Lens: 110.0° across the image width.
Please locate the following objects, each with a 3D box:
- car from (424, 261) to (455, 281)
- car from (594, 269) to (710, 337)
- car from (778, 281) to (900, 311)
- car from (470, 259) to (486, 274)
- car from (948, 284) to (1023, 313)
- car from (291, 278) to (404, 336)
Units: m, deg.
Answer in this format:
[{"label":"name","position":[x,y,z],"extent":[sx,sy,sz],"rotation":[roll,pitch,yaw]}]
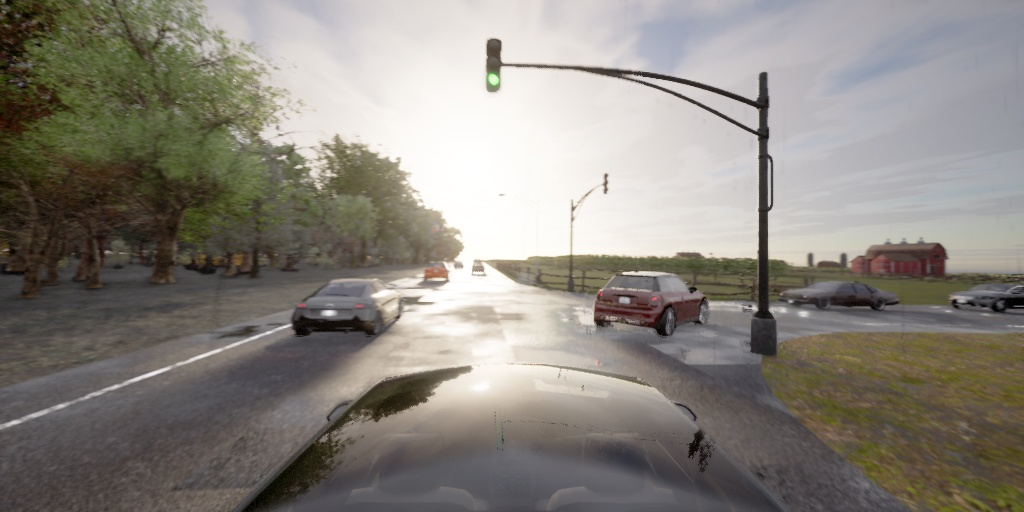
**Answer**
[{"label":"car","position":[-6.510,1.264,31.905],"extent":[2.097,1.767,4.553],"rotation":[1,-1,-5]},{"label":"car","position":[4.504,1.289,11.262],"extent":[2.097,1.767,4.553],"rotation":[1,-1,43]},{"label":"car","position":[16.970,2.025,18.688],"extent":[5.357,1.411,2.033],"rotation":[2,-2,-5]},{"label":"car","position":[-4.504,1.583,47.591],"extent":[2.128,1.511,4.902],"rotation":[1,-1,-5]},{"label":"car","position":[26.765,2.266,19.583],"extent":[4.902,1.511,2.128],"rotation":[2,-2,-5]},{"label":"car","position":[-4.439,1.314,10.328],"extent":[1.994,1.385,4.181],"rotation":[1,-1,-5]}]
